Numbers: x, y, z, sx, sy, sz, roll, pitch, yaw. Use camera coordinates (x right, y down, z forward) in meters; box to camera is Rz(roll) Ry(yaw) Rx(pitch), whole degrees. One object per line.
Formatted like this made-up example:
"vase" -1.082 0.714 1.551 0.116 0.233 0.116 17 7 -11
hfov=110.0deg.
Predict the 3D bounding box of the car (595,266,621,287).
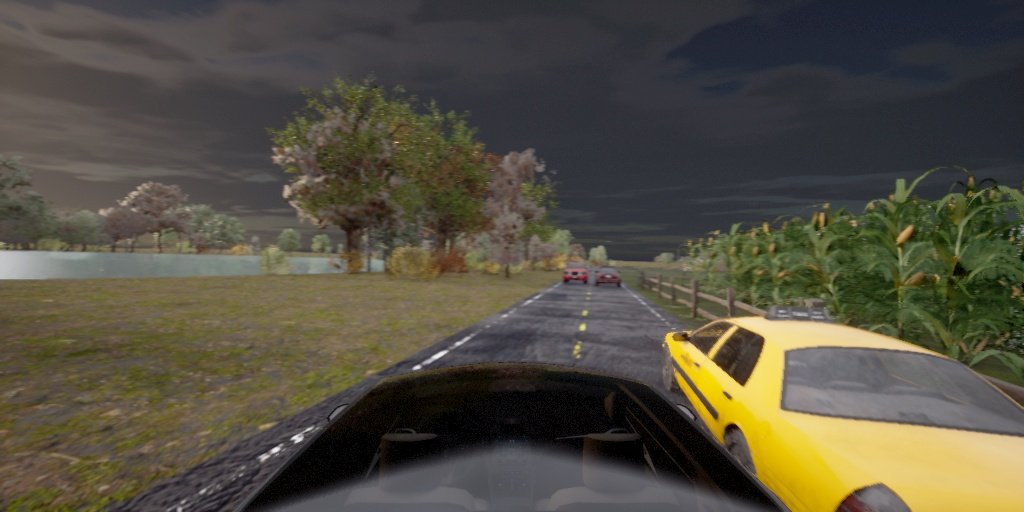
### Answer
"car" 8.378 1.702 31.452 2.097 1.767 4.553 1 -1 13

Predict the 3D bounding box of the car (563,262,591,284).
"car" 6.167 1.563 34.427 2.150 2.045 5.566 1 -1 13

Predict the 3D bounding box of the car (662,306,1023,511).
"car" 2.916 1.301 3.873 1.801 1.575 5.366 1 -1 13
